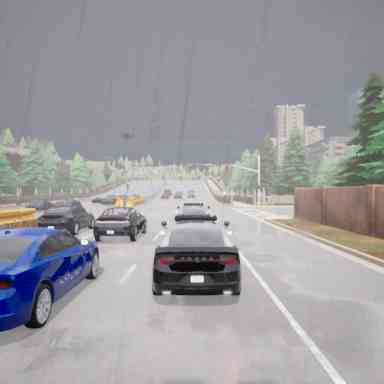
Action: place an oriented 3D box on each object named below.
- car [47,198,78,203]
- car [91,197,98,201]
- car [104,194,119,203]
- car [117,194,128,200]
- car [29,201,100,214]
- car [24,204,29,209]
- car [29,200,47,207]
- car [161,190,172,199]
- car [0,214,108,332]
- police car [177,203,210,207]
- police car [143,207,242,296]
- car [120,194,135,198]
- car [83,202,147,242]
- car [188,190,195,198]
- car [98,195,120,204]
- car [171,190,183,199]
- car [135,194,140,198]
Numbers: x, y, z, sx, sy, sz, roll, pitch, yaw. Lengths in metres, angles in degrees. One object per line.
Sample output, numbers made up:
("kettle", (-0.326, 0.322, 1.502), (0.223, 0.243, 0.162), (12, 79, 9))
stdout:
("car", (-14.114, 1.489, 37.843), (2.128, 1.511, 4.902), (0, 0, 0))
("car", (-17.562, 1.597, 63.043), (1.895, 1.301, 4.718), (0, 0, 1))
("car", (-17.544, 1.349, 72.511), (2.097, 1.767, 4.553), (0, 0, 0))
("car", (-17.612, 1.287, 84.101), (1.994, 1.385, 4.181), (0, 2, 0))
("car", (-6.906, 1.503, 18.682), (1.837, 1.490, 4.892), (0, 0, 0))
("car", (-6.903, 1.352, 9.519), (2.097, 1.767, 4.553), (0, 0, 0))
("car", (-17.614, 1.561, 38.413), (1.994, 1.385, 4.181), (0, 0, 0))
("car", (-7.138, 1.066, 88.486), (1.994, 1.385, 4.181), (0, 4, 0))
("car", (-3.403, 1.477, 6.974), (1.882, 1.535, 5.008), (0, 0, 0))
("police car", (0.092, 1.424, 18.723), (1.930, 1.638, 5.238), (0, 0, 0))
("police car", (0.097, 1.424, 8.820), (1.930, 1.638, 5.238), (0, 0, 0))
("car", (-14.031, 1.520, 69.450), (2.128, 1.511, 4.902), (0, 0, 0))
("car", (-3.415, 1.490, 16.480), (2.128, 1.511, 4.902), (0, 0, 1))
("car", (-0.154, 0.925, 91.272), (1.895, 1.301, 4.718), (0, 4, 0))
("car", (-14.082, 1.560, 56.683), (1.994, 1.385, 4.181), (0, 0, -1))
("car", (-3.635, 0.898, 88.063), (2.097, 1.767, 4.553), (0, 3, 0))
("car", (-14.102, 1.293, 82.389), (1.882, 1.535, 5.008), (0, 2, 0))
